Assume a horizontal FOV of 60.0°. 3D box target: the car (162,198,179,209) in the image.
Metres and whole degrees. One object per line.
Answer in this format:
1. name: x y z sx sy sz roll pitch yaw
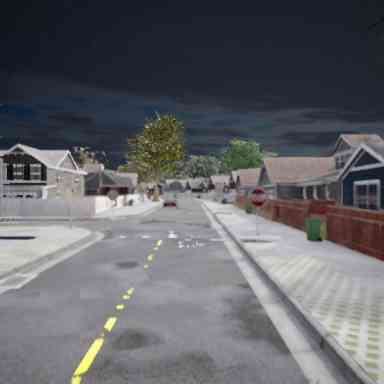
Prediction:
1. car: -2.666 1.392 41.990 1.895 1.301 4.718 0 0 0
